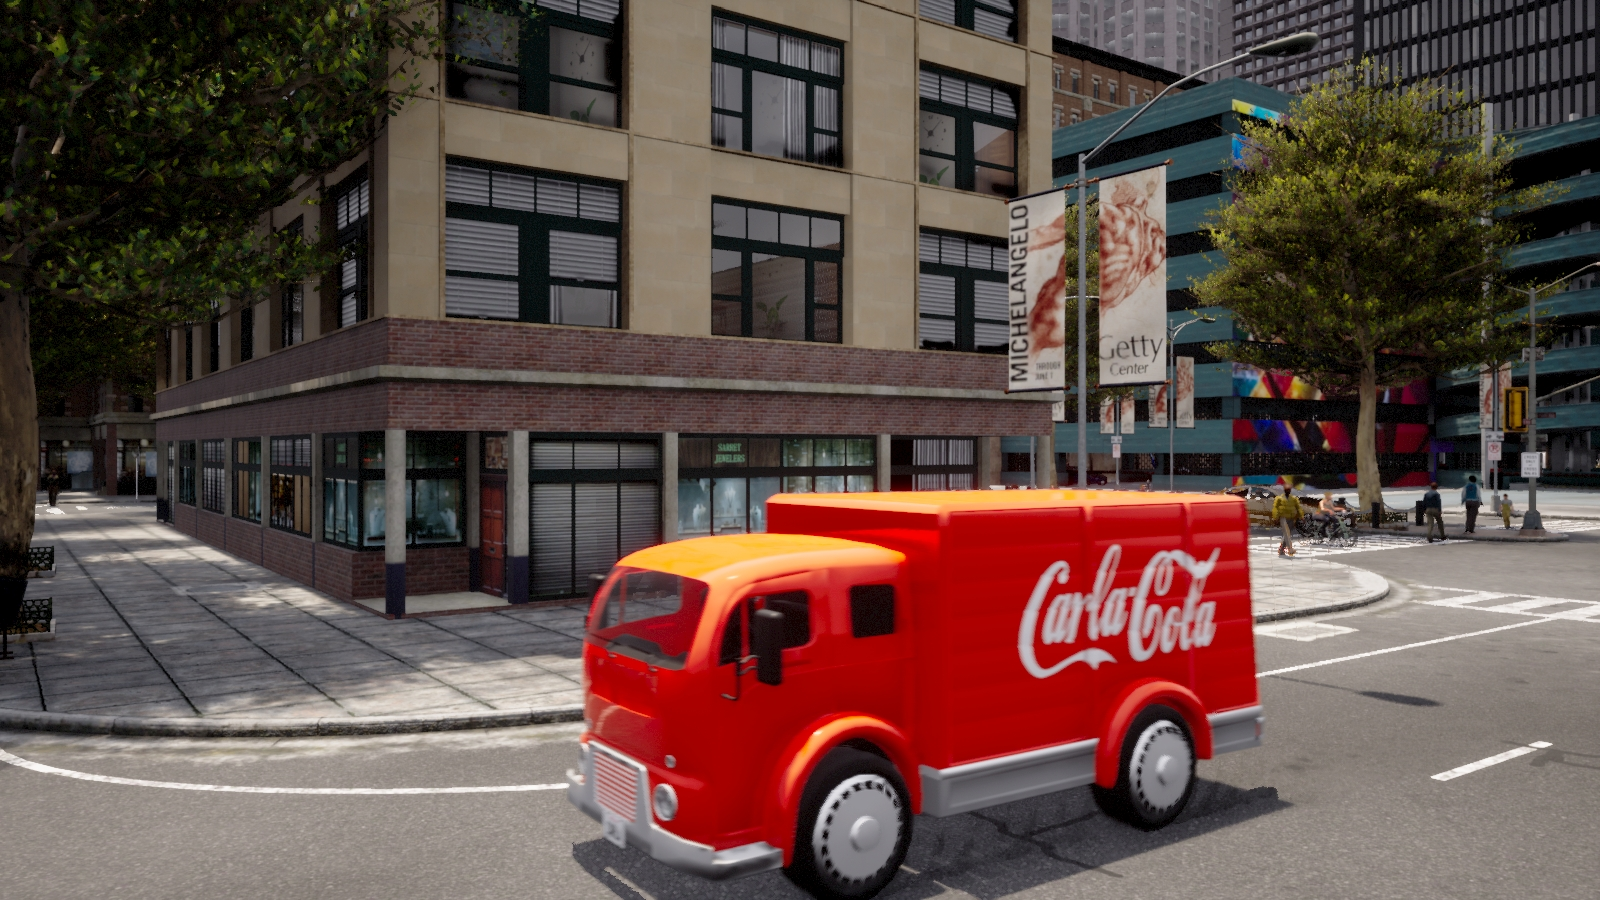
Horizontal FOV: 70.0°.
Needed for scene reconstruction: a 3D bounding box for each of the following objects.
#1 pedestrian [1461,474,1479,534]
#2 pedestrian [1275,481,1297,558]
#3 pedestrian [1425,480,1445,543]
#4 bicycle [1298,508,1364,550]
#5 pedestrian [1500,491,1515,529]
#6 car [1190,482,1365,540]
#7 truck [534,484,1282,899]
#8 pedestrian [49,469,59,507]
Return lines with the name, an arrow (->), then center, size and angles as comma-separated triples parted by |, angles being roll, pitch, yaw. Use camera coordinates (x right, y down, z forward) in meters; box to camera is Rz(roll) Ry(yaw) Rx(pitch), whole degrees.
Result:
pedestrian -> 21.040, 1.690, 35.868 | 0.375, 1.860, 0.375 | 0, 0, -39
pedestrian -> 11.869, 1.688, 27.908 | 0.375, 1.860, 0.375 | 0, 0, 3
pedestrian -> 18.960, 1.834, 34.117 | 0.375, 1.860, 0.375 | 0, 0, -34
bicycle -> 15.240, 2.244, 32.794 | 0.859, 1.080, 1.487 | 0, 0, -33
pedestrian -> 24.940, 2.112, 40.279 | 0.375, 1.300, 0.375 | 0, 0, -43
car -> 15.895, 1.978, 38.309 | 2.152, 1.651, 5.027 | 0, 0, -35
truck -> 0.958, 1.565, 8.702 | 5.204, 2.467, 2.627 | 0, 0, -35
pedestrian -> -36.475, 1.848, 55.838 | 0.375, 1.860, 0.375 | 0, 0, -37
